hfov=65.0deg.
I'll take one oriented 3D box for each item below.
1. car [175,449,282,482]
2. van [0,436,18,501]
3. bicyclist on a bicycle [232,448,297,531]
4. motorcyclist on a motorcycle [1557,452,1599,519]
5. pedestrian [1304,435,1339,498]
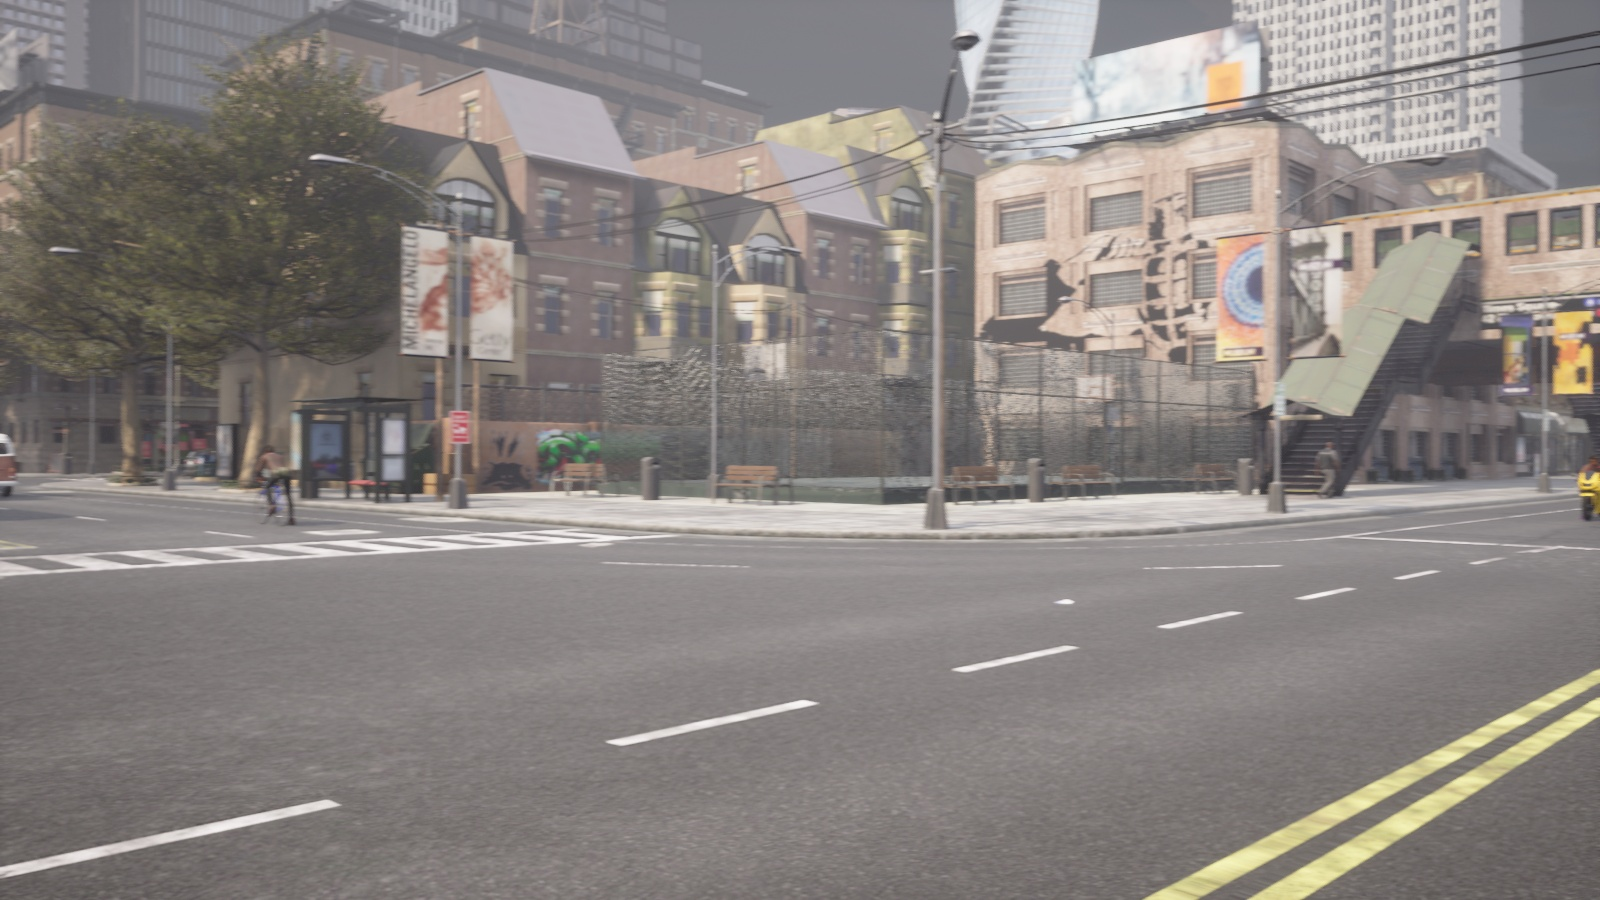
[{"bbox_3d":[-30.079,0.784,66.137,2.242,1.667,4.611,0,0,44],"label":"car"},{"bbox_3d":[-26.962,0.589,40.326,4.480,2.038,2.069,0,0,43],"label":"van"},{"bbox_3d":[-10.736,0.771,25.171,1.656,1.620,0.582,-1,0,43],"label":"bicyclist on a bicycle"},{"bbox_3d":[18.417,0.800,29.358,0.797,1.523,2.044,0,0,44],"label":"motorcyclist on a motorcycle"},{"bbox_3d":[15.974,0.498,38.444,0.849,1.883,0.563,0,0,-24],"label":"pedestrian"}]
